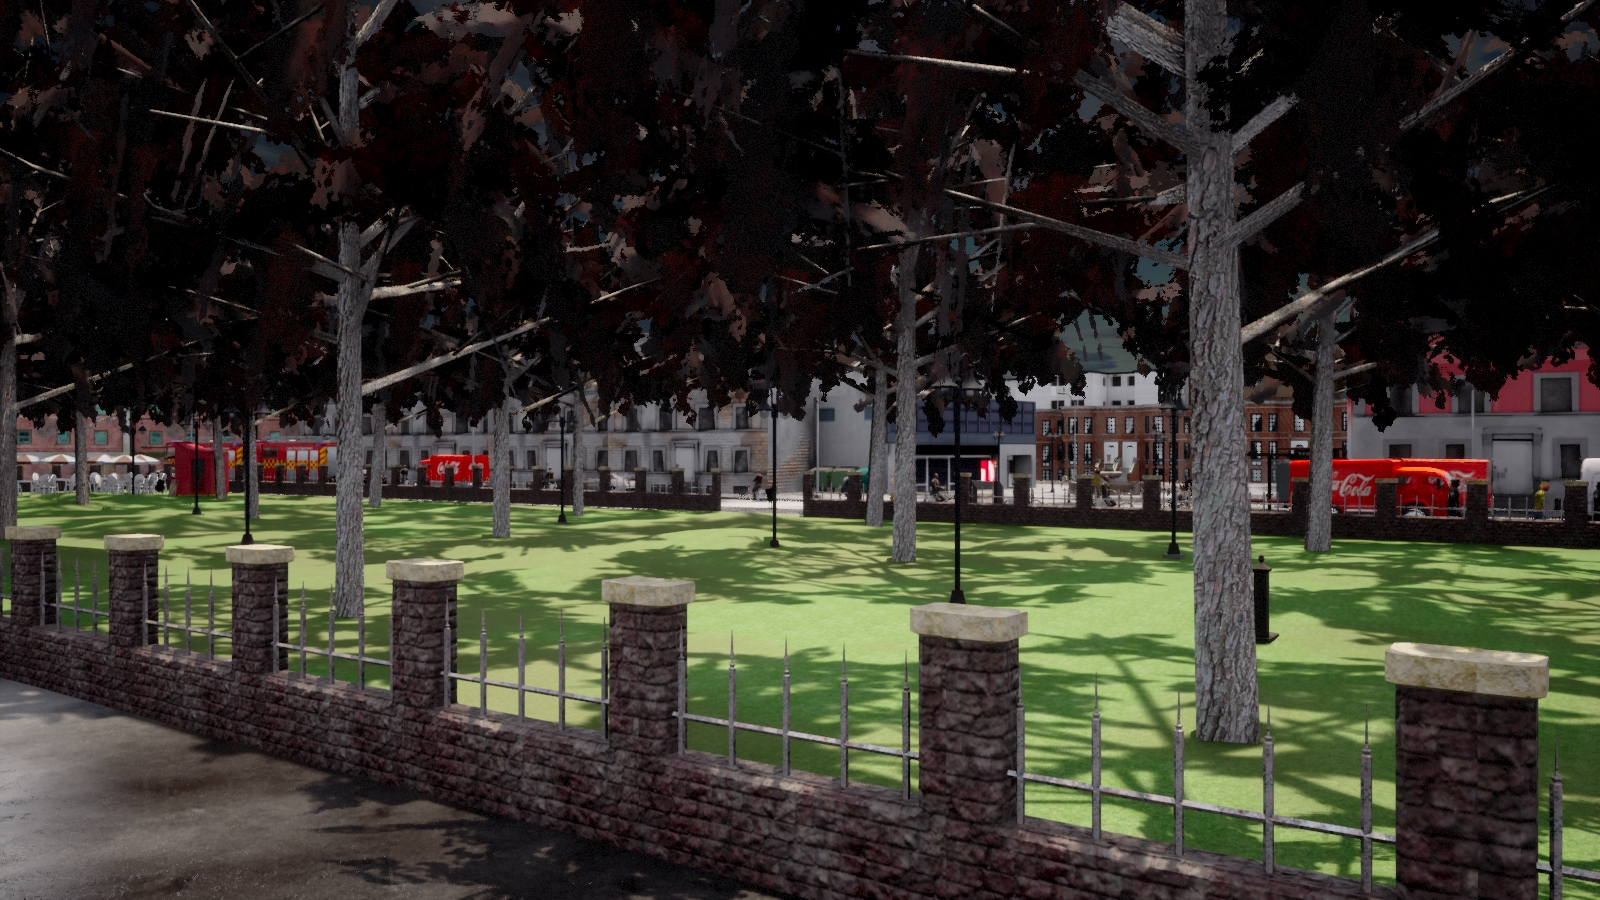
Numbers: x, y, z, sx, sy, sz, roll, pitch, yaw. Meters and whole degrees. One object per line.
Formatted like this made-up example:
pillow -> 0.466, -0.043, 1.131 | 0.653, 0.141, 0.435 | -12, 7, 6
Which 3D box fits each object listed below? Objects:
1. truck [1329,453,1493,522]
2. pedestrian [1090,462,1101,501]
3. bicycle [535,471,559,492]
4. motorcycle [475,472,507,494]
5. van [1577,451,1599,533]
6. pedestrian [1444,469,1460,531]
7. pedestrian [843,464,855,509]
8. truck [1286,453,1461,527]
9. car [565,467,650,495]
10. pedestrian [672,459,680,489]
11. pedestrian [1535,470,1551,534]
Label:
truck -> 23.213, 1.348, 43.455 | 5.204, 2.467, 2.627 | 0, 0, 35
pedestrian -> 14.277, 1.525, 55.222 | 0.375, 1.860, 0.375 | 0, 0, 36
bicycle -> -15.681, 1.940, 70.806 | 1.835, 1.271, 0.329 | 0, 0, 35
motorcycle -> -18.345, 1.962, 67.795 | 1.805, 1.236, 0.856 | 0, 0, 35
van -> 27.697, 1.315, 35.427 | 5.915, 2.561, 1.988 | 0, 0, 35
pedestrian -> 19.963, 1.525, 34.973 | 0.375, 1.860, 0.375 | 0, 0, 36
pedestrian -> 2.037, 1.526, 47.598 | 0.375, 1.860, 0.375 | 0, 0, -42
truck -> 20.345, 1.352, 40.578 | 5.204, 2.467, 2.627 | 0, 0, 35
car -> -11.432, 1.827, 67.802 | 4.902, 1.511, 2.128 | 0, 0, 35
pedestrian -> -7.769, 1.524, 71.601 | 0.375, 1.860, 0.375 | 0, 0, 24
pedestrian -> 21.867, 1.524, 33.634 | 0.375, 1.860, 0.375 | 0, 0, 36
